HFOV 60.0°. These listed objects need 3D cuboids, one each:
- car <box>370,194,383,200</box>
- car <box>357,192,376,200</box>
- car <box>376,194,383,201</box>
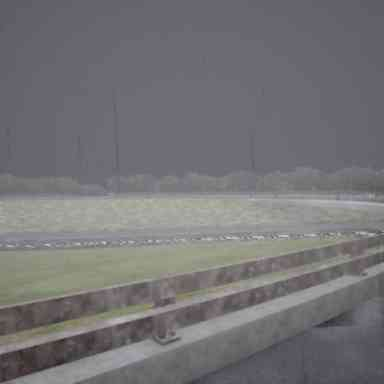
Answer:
[{"bbox_3d":[46.581,1.262,82.096,2.033,1.411,5.357,-1,0,-2],"label":"car"},{"bbox_3d":[43.077,0.988,82.191,2.150,2.045,5.566,-1,0,-2],"label":"car"},{"bbox_3d":[42.453,1.353,71.923,1.882,1.535,5.008,-1,0,4],"label":"car"}]
